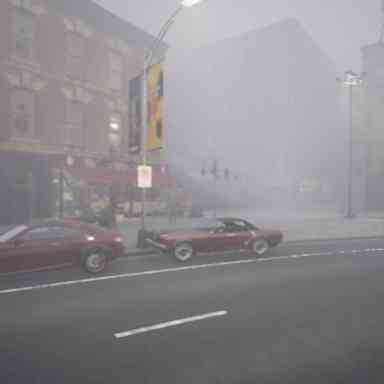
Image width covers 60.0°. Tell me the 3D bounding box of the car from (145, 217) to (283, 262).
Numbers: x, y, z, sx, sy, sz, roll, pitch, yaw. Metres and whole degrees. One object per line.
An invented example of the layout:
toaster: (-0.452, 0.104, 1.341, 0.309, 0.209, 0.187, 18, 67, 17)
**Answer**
car: (0.789, 1.580, 11.887, 4.718, 1.301, 1.895, 0, 0, -23)

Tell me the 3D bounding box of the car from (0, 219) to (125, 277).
car: (-4.127, 1.478, 8.943, 4.674, 1.452, 2.002, 0, 0, -33)
